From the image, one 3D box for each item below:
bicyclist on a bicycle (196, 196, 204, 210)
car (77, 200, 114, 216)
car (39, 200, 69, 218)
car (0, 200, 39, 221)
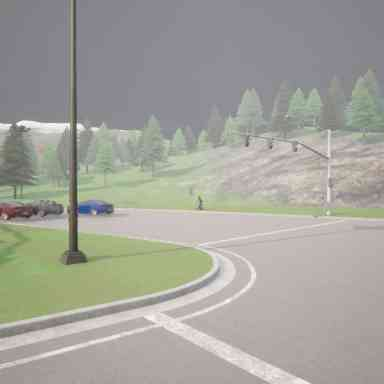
[{"bbox_3d":[0.900,1.302,38.405,0.582,1.620,1.656,0,0,34],"label":"bicyclist on a bicycle"},{"bbox_3d":[-9.755,1.477,32.004,5.008,1.535,1.882,0,-1,29],"label":"car"},{"bbox_3d":[-13.914,1.491,30.259,4.902,1.511,2.128,0,0,26],"label":"car"},{"bbox_3d":[-15.148,1.478,26.971,5.008,1.535,1.882,0,-1,27],"label":"car"}]
